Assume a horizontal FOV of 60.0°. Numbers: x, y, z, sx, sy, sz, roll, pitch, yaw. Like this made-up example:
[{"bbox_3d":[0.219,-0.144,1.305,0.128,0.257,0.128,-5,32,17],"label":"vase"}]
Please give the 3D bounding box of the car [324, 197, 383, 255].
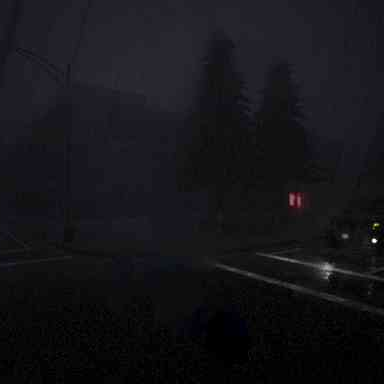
[{"bbox_3d":[7.779,1.249,13.701,5.566,2.045,2.150,0,0,-36],"label":"car"}]
